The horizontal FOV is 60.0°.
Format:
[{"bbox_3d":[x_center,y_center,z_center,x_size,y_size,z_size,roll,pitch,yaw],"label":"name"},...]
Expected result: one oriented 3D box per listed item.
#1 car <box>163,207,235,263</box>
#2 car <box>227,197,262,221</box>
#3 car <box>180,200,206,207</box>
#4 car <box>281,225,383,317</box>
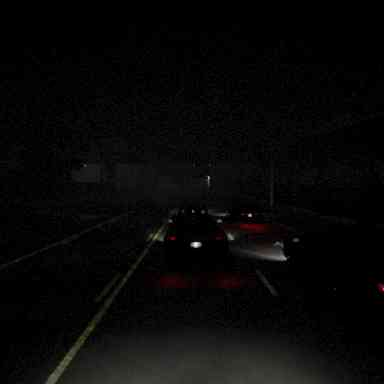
[{"bbox_3d":[0.101,1.413,11.317,1.994,1.385,4.181,0,1,0],"label":"car"},{"bbox_3d":[3.599,1.140,23.149,1.837,1.490,4.892,0,1,0],"label":"car"},{"bbox_3d":[0.091,1.224,23.557,1.895,1.301,4.718,0,1,1],"label":"car"},{"bbox_3d":[3.605,1.451,7.489,2.033,1.411,5.357,0,1,-1],"label":"car"}]
